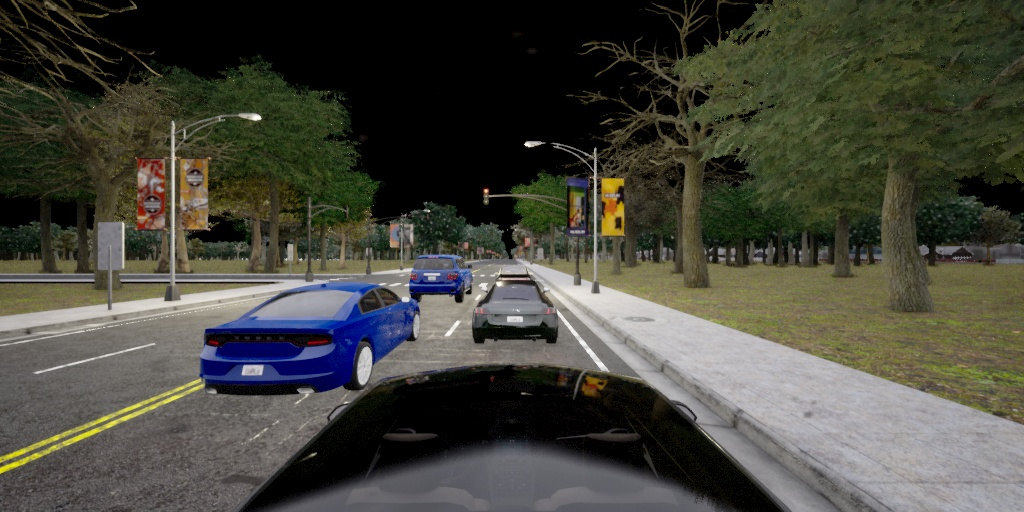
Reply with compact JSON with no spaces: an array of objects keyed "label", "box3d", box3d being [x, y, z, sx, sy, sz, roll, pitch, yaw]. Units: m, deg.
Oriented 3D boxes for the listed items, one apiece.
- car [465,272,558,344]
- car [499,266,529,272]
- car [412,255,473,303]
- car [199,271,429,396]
[{"label":"car","box3d":[0.094,1.314,9.631,1.994,1.385,4.181,0,0,1]},{"label":"car","box3d":[0.099,1.243,18.533,2.128,1.511,4.902,0,0,0]},{"label":"car","box3d":[-3.151,0.974,16.791,2.150,2.045,5.566,0,0,0]},{"label":"car","box3d":[-3.149,1.228,6.805,1.882,1.535,5.008,0,0,0]}]
